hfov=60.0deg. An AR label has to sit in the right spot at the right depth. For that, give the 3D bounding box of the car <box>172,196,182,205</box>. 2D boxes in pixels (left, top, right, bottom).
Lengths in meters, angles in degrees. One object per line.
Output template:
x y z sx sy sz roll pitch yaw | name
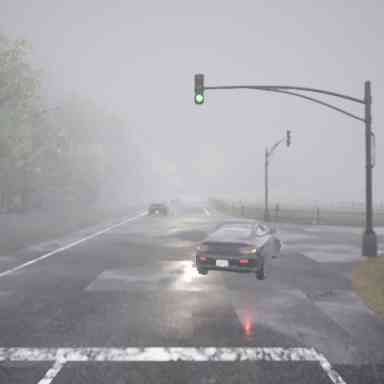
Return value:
-3.384 1.743 66.469 1.837 1.490 4.892 0 0 0 | car

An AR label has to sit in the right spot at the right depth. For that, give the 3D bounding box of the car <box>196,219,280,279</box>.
1.536 1.565 10.251 1.812 1.442 4.674 -1 0 20 | car

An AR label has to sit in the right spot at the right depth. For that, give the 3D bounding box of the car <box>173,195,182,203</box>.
-3.480 1.644 81.423 2.097 1.767 4.553 0 0 0 | car

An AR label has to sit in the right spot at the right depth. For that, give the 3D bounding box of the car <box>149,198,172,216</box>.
-3.391 1.635 34.787 1.837 1.490 4.892 0 0 0 | car
